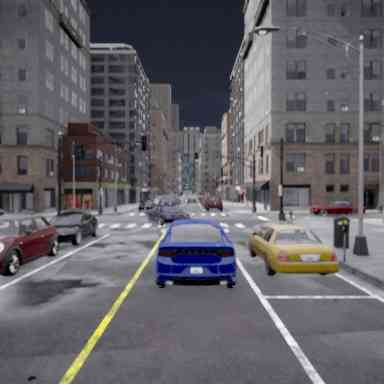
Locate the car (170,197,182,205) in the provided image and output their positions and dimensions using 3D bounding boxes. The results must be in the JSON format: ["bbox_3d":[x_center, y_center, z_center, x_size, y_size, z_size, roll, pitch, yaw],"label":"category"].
[{"bbox_3d":[-3.074,1.765,63.678,2.033,1.411,5.357,0,0,0],"label":"car"}]

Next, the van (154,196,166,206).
[{"bbox_3d":[-5.715,1.543,59.266,1.690,1.788,3.998,-1,0,0],"label":"van"}]

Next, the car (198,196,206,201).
[{"bbox_3d":[2.805,1.857,92.786,2.008,1.369,4.403,-1,0,0],"label":"car"}]

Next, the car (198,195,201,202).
[{"bbox_3d":[2.813,1.536,64.857,2.192,1.841,5.009,-1,0,0],"label":"car"}]

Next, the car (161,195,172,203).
[{"bbox_3d":[-5.725,1.571,76.024,2.192,1.841,5.009,-1,0,0],"label":"car"}]

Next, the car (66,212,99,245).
[{"bbox_3d":[-5.685,1.611,15.635,1.947,1.339,4.313,-1,0,0],"label":"car"}]

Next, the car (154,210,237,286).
[{"bbox_3d":[0.093,1.504,9.460,1.882,1.535,5.008,0,0,0],"label":"car"}]

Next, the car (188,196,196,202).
[{"bbox_3d":[-0.050,1.745,82.397,1.895,1.301,4.718,0,0,0],"label":"car"}]

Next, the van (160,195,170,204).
[{"bbox_3d":[-5.721,1.580,70.438,1.690,1.788,3.998,-1,0,0],"label":"van"}]

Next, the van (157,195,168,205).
[{"bbox_3d":[-5.718,1.562,64.853,1.690,1.788,3.998,-1,0,0],"label":"van"}]

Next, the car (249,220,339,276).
[{"bbox_3d":[2.843,1.554,10.315,1.752,1.417,4.829,-1,0,0],"label":"car"}]

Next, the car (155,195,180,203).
[{"bbox_3d":[-3.122,1.368,43.364,2.150,2.045,5.566,0,0,0],"label":"car"}]

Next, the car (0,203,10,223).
[{"bbox_3d":[-18.043,1.734,27.429,5.008,1.535,1.882,-1,0,-1],"label":"car"}]

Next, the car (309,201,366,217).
[{"bbox_3d":[13.341,1.536,30.762,4.718,1.301,1.895,-1,0,-1],"label":"car"}]

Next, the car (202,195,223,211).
[{"bbox_3d":[2.821,1.458,42.514,2.192,1.841,5.009,-1,0,0],"label":"car"}]

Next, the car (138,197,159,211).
[{"bbox_3d":[-5.702,1.709,42.508,1.947,1.339,4.313,-1,0,0],"label":"car"}]

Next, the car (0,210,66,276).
[{"bbox_3d":[-5.683,1.468,10.139,1.967,1.590,4.097,-1,0,0],"label":"car"}]

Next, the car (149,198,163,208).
[{"bbox_3d":[-5.709,1.708,53.510,1.752,1.417,4.829,-1,0,0],"label":"car"}]

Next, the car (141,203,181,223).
[{"bbox_3d":[-1.941,1.693,24.197,1.895,1.301,4.718,0,-1,-24],"label":"car"}]

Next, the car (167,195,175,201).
[{"bbox_3d":[-5.734,1.747,92.780,1.967,1.590,4.097,-1,0,0],"label":"car"}]

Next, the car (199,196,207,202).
[{"bbox_3d":[2.807,1.856,87.200,1.947,1.339,4.313,-1,0,0],"label":"car"}]

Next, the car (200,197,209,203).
[{"bbox_3d":[2.811,1.782,76.198,1.752,1.417,4.829,-1,0,0],"label":"car"}]

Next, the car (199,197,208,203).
[{"bbox_3d":[2.809,1.839,81.614,1.947,1.339,4.313,-1,0,0],"label":"car"}]

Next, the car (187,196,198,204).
[{"bbox_3d":[-0.043,1.761,71.946,2.128,1.511,4.902,0,0,0],"label":"car"}]
